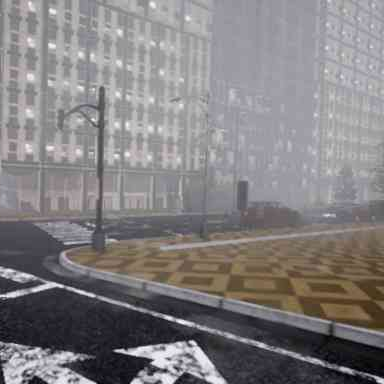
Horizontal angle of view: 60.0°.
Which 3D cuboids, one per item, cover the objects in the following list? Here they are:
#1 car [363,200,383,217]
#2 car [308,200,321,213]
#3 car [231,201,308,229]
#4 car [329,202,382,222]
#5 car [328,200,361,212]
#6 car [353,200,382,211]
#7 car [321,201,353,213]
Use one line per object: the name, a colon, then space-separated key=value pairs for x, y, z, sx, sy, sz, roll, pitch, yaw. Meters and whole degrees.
car: x=19.618 y=1.755 z=33.459 sx=5.009 sy=1.841 sz=2.192 roll=1 pitch=2 yaw=-34
car: x=15.025 y=1.692 z=39.869 sx=4.829 sy=1.417 sz=1.752 roll=1 pitch=2 yaw=-34
car: x=5.585 y=1.567 z=23.853 sx=5.009 sy=1.841 sz=2.192 roll=1 pitch=2 yaw=-34
car: x=14.934 y=1.922 z=30.262 sx=4.507 sy=1.381 sz=1.887 roll=1 pitch=2 yaw=-34
car: x=19.842 y=1.797 z=43.168 sx=4.313 sy=1.339 sz=1.947 roll=1 pitch=2 yaw=-34
car: x=24.519 y=1.876 z=46.370 sx=4.206 sy=1.307 sz=1.802 roll=1 pitch=2 yaw=-34
car: x=17.330 y=1.828 z=38.442 sx=4.181 sy=1.385 sz=1.994 roll=1 pitch=2 yaw=-34
